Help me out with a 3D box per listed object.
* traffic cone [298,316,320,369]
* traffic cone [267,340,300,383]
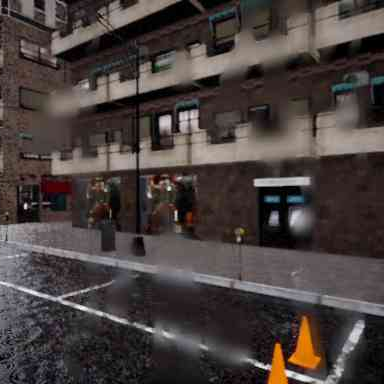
[{"bbox_3d":[1.523,1.989,4.511,0.340,0.580,0.340,0,0,35],"label":"traffic cone"},{"bbox_3d":[0.949,1.982,3.692,0.340,0.580,0.340,0,0,35],"label":"traffic cone"}]
